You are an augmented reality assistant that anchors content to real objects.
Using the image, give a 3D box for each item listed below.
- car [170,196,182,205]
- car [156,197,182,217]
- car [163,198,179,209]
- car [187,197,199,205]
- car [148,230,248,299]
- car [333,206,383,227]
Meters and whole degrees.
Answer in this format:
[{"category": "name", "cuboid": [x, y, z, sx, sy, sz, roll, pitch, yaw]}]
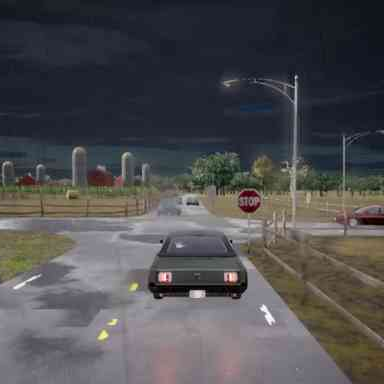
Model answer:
[{"category": "car", "cuboid": [-2.769, 1.494, 59.328, 1.994, 1.385, 4.181, 0, 0, 0]}, {"category": "car", "cuboid": [-2.244, 1.330, 31.179, 2.097, 1.767, 4.553, 0, 0, -7]}, {"category": "car", "cuboid": [-2.808, 1.559, 44.946, 1.895, 1.301, 4.718, 0, 0, 0]}, {"category": "car", "cuboid": [0.129, 1.501, 55.759, 1.994, 1.385, 4.181, 0, 0, 0]}, {"category": "car", "cuboid": [0.107, 1.597, 8.361, 1.895, 1.301, 4.718, 0, 0, 0]}, {"category": "car", "cuboid": [12.842, 1.723, 23.988, 5.008, 1.535, 1.882, 1, 1, 1]}]
